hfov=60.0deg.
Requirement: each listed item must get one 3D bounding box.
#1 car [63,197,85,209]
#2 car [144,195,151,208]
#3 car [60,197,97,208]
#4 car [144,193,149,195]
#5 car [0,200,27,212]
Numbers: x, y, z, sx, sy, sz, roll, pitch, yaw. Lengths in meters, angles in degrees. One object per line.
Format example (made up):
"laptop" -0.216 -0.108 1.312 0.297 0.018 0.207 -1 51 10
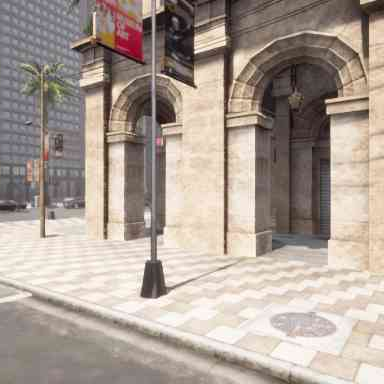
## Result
"car" -15.065 1.505 45.447 1.837 1.490 4.892 0 0 36
"car" -6.962 1.491 44.391 2.128 1.511 4.902 0 0 36
"car" -16.515 1.513 48.729 2.161 1.482 4.786 0 0 35
"car" -9.000 1.221 53.879 2.150 2.045 5.566 0 0 35
"car" -21.120 1.601 37.012 1.895 1.301 4.718 0 0 36
